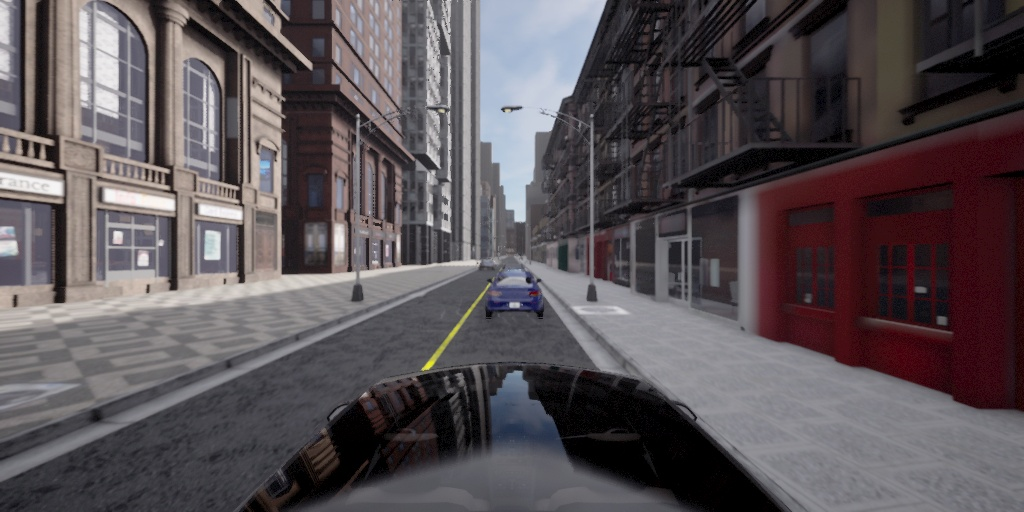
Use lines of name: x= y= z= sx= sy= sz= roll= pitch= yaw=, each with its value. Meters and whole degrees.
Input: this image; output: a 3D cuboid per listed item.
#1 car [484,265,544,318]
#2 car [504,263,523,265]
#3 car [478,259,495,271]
car: x=0.085 y=1.217 z=12.552 sx=1.812 sy=1.442 sz=4.674 roll=0 pitch=0 yaw=0
car: x=0.112 y=1.208 z=28.350 sx=1.895 sy=1.301 sz=4.718 roll=0 pitch=0 yaw=0
car: x=-3.048 y=1.083 z=44.027 sx=2.033 sy=1.411 sz=5.357 roll=0 pitch=0 yaw=0
